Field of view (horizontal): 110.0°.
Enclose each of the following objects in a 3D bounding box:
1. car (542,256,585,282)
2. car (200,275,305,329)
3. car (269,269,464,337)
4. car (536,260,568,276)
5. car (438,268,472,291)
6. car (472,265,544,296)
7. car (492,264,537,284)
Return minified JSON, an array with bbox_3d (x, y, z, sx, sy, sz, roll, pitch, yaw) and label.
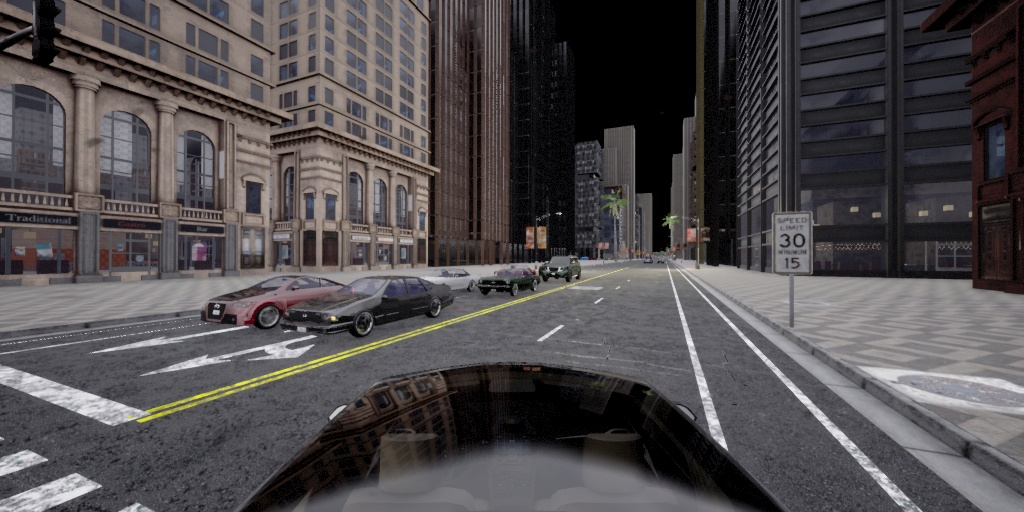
[{"bbox_3d":[4.158,0.987,29.357,2.150,2.045,5.566,0,0,23],"label":"car"},{"bbox_3d":[-7.057,1.316,11.337,1.994,1.385,4.181,0,0,23],"label":"car"},{"bbox_3d":[-3.800,1.299,10.698,2.033,1.411,5.357,0,0,23],"label":"car"},{"bbox_3d":[4.319,1.251,37.935,1.882,1.535,5.008,0,0,24],"label":"car"},{"bbox_3d":[-3.626,1.357,19.398,1.895,1.301,4.718,0,0,23],"label":"car"},{"bbox_3d":[-0.040,1.358,19.519,1.895,1.301,4.718,0,0,23],"label":"car"},{"bbox_3d":[0.282,1.364,28.561,1.895,1.301,4.718,0,0,23],"label":"car"}]
